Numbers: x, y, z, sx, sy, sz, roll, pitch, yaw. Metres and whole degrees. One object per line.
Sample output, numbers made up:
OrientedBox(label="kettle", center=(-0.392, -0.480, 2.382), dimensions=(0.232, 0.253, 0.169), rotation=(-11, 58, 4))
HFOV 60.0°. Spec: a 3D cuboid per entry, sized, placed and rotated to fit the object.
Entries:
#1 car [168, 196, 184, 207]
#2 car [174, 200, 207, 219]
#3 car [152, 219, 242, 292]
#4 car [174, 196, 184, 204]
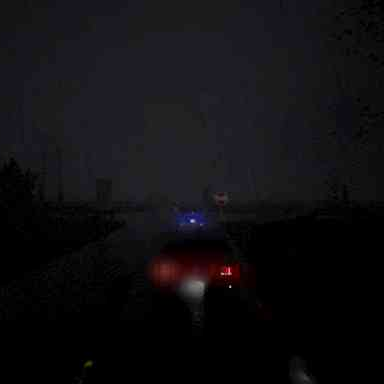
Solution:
OrientedBox(label="car", center=(-2.782, 1.652, 53.544), dimensions=(1.882, 1.535, 5.008), rotation=(0, 0, 0))
OrientedBox(label="car", center=(-0.072, 1.570, 22.085), dimensions=(1.882, 1.535, 5.008), rotation=(0, 0, -3))
OrientedBox(label="car", center=(0.104, 1.642, 9.024), dimensions=(1.895, 1.301, 4.718), rotation=(0, 0, 0))
OrientedBox(label="car", center=(-2.688, 1.671, 69.302), dimensions=(1.882, 1.535, 5.008), rotation=(0, 0, 0))
